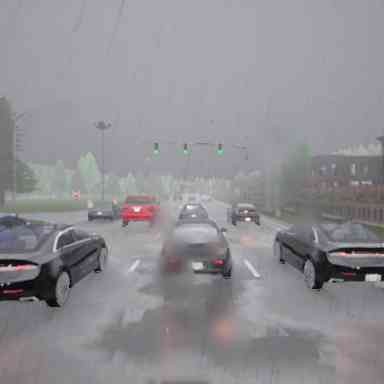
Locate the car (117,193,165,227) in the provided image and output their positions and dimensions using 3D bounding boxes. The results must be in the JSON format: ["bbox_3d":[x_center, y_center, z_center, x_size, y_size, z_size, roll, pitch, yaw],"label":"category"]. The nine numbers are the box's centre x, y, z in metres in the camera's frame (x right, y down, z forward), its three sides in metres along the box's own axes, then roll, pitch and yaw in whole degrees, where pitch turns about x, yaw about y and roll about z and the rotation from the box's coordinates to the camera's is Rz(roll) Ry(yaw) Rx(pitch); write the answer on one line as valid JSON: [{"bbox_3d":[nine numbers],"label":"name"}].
[{"bbox_3d":[-3.397,1.224,23.183,2.150,2.045,5.566,0,0,0],"label":"car"}]

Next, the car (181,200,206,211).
[{"bbox_3d":[0.105,1.567,24.366,1.994,1.385,4.181,0,0,0],"label":"car"}]

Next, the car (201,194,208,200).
[{"bbox_3d":[3.519,1.343,92.651,1.837,1.490,4.892,0,0,0],"label":"car"}]

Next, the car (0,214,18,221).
[{"bbox_3d":[-6.897,1.479,11.504,1.882,1.535,5.008,0,0,0],"label":"car"}]

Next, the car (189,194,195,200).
[{"bbox_3d":[0.019,1.343,92.652,1.837,1.490,4.892,0,0,0],"label":"car"}]

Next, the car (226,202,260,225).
[{"bbox_3d":[3.604,1.508,23.797,1.837,1.490,4.892,0,0,0],"label":"car"}]

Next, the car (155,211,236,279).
[{"bbox_3d":[0.101,1.526,9.944,1.812,1.442,4.674,0,0,0],"label":"car"}]

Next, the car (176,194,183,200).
[{"bbox_3d":[-3.481,1.396,92.653,1.994,1.385,4.181,0,0,0],"label":"car"}]

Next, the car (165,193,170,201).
[{"bbox_3d":[-6.983,1.226,82.263,2.150,2.045,5.566,0,0,0],"label":"car"}]

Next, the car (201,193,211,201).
[{"bbox_3d":[3.517,1.226,82.261,2.150,2.045,5.566,0,0,0],"label":"car"}]

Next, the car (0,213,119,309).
[{"bbox_3d":[-3.401,1.493,7.868,2.128,1.511,4.902,0,0,0],"label":"car"}]

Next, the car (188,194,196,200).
[{"bbox_3d":[0.017,1.541,82.232,2.033,1.411,5.357,0,0,0],"label":"car"}]

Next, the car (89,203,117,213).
[{"bbox_3d":[-6.896,1.567,26.812,1.994,1.385,4.181,0,0,0],"label":"car"}]

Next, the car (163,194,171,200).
[{"bbox_3d":[-6.981,1.343,92.653,1.837,1.490,4.892,0,0,0],"label":"car"}]

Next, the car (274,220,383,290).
[{"bbox_3d":[3.602,1.492,9.035,2.128,1.511,4.902,0,0,0],"label":"car"}]

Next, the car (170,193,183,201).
[{"bbox_3d":[-3.483,1.226,82.263,2.150,2.045,5.566,0,0,0],"label":"car"}]
